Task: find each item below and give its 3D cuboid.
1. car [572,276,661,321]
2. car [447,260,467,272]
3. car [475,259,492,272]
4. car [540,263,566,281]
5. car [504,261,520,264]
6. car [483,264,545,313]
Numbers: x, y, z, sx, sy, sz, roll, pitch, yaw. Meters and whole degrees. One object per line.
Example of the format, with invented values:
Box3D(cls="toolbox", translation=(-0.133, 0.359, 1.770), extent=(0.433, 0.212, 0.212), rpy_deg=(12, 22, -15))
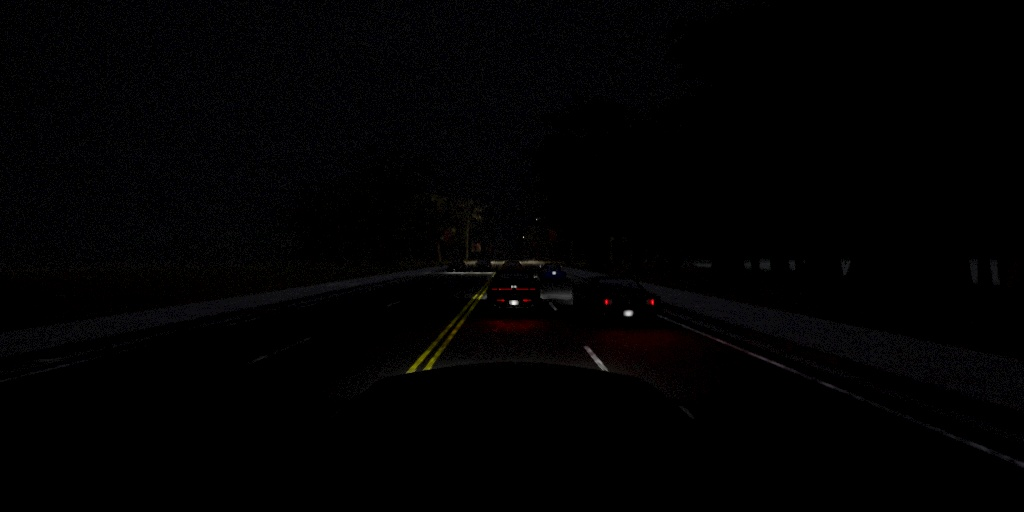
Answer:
Box3D(cls="car", translation=(3.315, 1.334, 12.402), extent=(1.895, 1.301, 4.718), rpy_deg=(0, 0, 0))
Box3D(cls="car", translation=(-6.783, 1.221, 44.608), extent=(2.033, 1.411, 5.357), rpy_deg=(0, 0, 0))
Box3D(cls="car", translation=(-3.533, 1.151, 44.638), extent=(1.882, 1.535, 5.008), rpy_deg=(0, 0, 0))
Box3D(cls="car", translation=(3.249, 1.262, 29.603), extent=(1.994, 1.385, 4.181), rpy_deg=(0, 0, 0))
Box3D(cls="car", translation=(-0.005, 1.174, 30.608), extent=(1.882, 1.535, 5.008), rpy_deg=(0, 0, 0))
Box3D(cls="car", translation=(0.063, 1.235, 13.862), extent=(1.837, 1.490, 4.892), rpy_deg=(0, 0, 0))
